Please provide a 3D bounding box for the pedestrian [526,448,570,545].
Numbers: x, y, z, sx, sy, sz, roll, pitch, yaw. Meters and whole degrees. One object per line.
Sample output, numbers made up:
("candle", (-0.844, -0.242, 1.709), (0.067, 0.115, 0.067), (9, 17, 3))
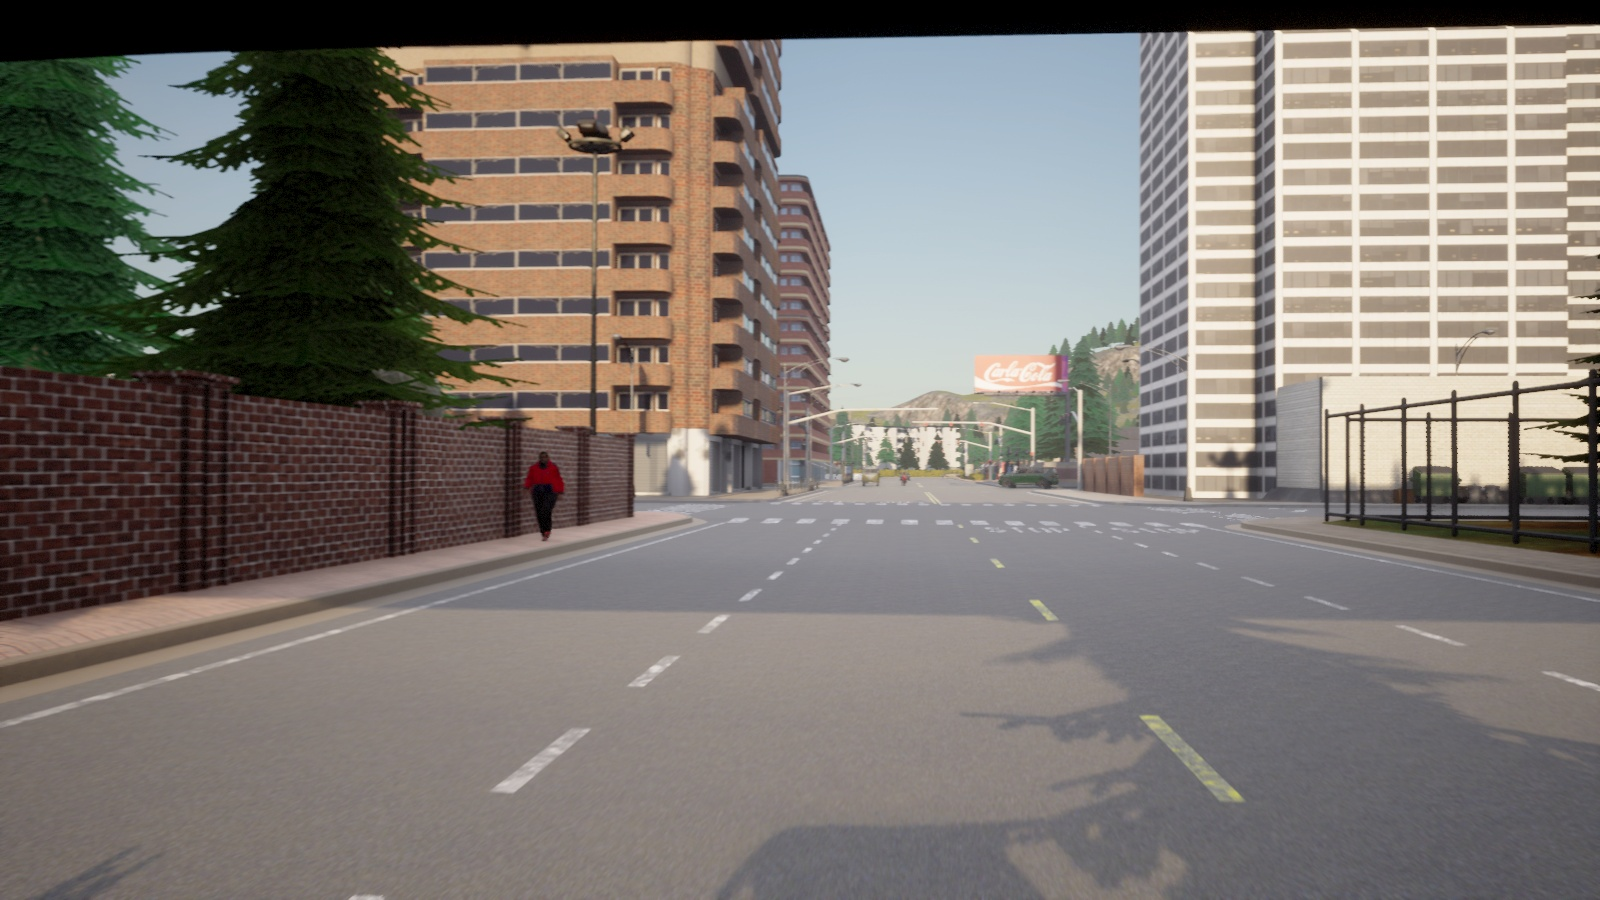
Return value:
("pedestrian", (-4.931, 0.900, 24.566), (0.634, 1.844, 0.899), (0, -1, 3))
